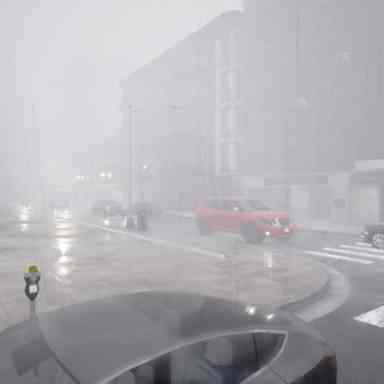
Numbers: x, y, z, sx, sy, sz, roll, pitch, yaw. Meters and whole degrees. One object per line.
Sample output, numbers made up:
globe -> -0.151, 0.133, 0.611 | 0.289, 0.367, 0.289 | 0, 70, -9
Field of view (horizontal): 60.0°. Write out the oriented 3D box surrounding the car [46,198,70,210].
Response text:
car -> -18.828, 1.776, 46.342 | 1.895, 1.301, 4.718 | 0, 0, -35

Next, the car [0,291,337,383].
car -> -0.748, 1.566, 2.278 | 4.313, 1.339, 1.947 | 0, 0, -35

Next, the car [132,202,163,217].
car -> -4.765, 1.610, 31.408 | 2.033, 1.411, 5.357 | 0, 0, -35

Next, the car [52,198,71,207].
car -> -21.829, 1.680, 55.517 | 1.812, 1.442, 4.674 | 0, 0, -35

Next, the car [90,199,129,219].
car -> -7.661, 1.427, 30.396 | 2.097, 1.767, 4.553 | 0, 0, -35

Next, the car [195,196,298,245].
car -> 2.379, 1.247, 16.201 | 2.150, 2.045, 5.566 | 0, 0, -35

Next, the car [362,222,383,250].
car -> 8.843, 1.504, 12.180 | 1.837, 1.490, 4.892 | 0, 0, -35
